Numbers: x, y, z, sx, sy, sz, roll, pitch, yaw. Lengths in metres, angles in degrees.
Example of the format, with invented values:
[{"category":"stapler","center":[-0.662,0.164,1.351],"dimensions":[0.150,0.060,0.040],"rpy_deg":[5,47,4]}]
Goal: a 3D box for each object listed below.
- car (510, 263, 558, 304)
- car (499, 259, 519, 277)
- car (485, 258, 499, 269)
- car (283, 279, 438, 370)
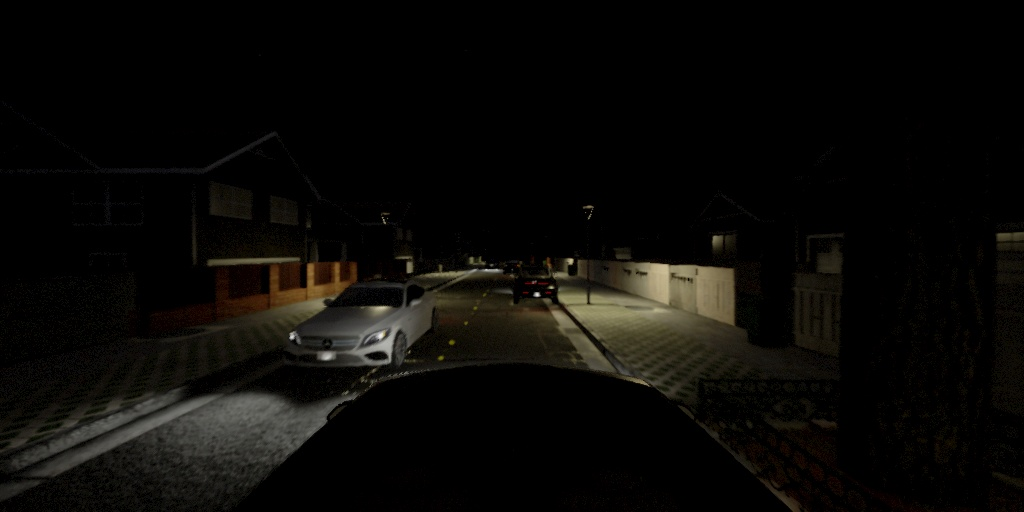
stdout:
[{"category":"car","center":[0.960,1.219,16.130],"dimensions":[1.837,1.490,4.892],"rpy_deg":[0,0,0]},{"category":"car","center":[0.045,1.132,37.895],"dimensions":[2.128,1.511,4.902],"rpy_deg":[0,0,0]},{"category":"car","center":[-2.805,1.080,51.448],"dimensions":[2.128,1.511,4.902],"rpy_deg":[0,0,0]},{"category":"car","center":[-2.849,1.262,7.833],"dimensions":[1.812,1.442,4.674],"rpy_deg":[0,0,0]}]
